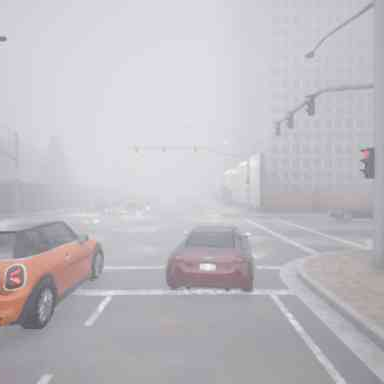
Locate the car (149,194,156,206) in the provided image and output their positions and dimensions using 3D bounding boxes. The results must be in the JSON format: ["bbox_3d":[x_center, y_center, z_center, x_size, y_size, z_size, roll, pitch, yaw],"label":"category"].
[{"bbox_3d":[-7.091,1.381,50.404,1.837,1.490,4.892,0,0,0],"label":"car"}]

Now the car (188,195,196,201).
[{"bbox_3d":[-0.014,1.359,78.956,1.994,1.385,4.181,0,0,0],"label":"car"}]

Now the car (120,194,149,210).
[{"bbox_3d":[-7.093,1.250,41.461,2.097,1.767,4.553,0,0,0],"label":"car"}]

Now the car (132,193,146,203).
[{"bbox_3d":[-10.512,1.188,66.636,2.097,1.767,4.553,0,0,0],"label":"car"}]

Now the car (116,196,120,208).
[{"bbox_3d":[-10.598,1.362,47.006,1.882,1.535,5.008,0,0,0],"label":"car"}]

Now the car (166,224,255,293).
[{"bbox_3d":[0.643,1.554,8.949,1.994,1.385,4.181,0,0,9],"label":"car"}]

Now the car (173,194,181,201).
[{"bbox_3d":[-3.514,1.286,78.058,1.882,1.535,5.008,0,0,0],"label":"car"}]

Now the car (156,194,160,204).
[{"bbox_3d":[-7.036,1.203,60.481,2.097,1.767,4.553,0,0,0],"label":"car"}]

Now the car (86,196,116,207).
[{"bbox_3d":[-10.610,1.398,37.857,2.128,1.511,4.902,0,0,1],"label":"car"}]

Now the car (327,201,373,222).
[{"bbox_3d":[13.088,1.483,25.812,4.902,1.511,2.128,0,0,0],"label":"car"}]

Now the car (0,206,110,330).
[{"bbox_3d":[-3.411,1.336,7.026,2.097,1.767,4.553,0,0,0],"label":"car"}]

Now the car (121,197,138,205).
[{"bbox_3d":[-10.567,1.462,56.306,1.895,1.301,4.718,0,0,0],"label":"car"}]
